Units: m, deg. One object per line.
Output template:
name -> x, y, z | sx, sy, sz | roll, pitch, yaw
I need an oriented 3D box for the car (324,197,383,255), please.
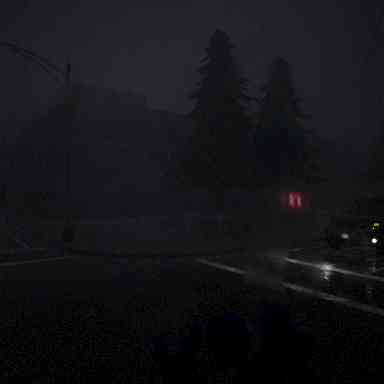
car -> 7.779, 1.248, 13.701 | 5.566, 2.045, 2.150 | 0, 0, -36
